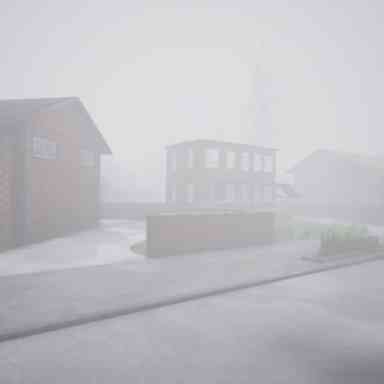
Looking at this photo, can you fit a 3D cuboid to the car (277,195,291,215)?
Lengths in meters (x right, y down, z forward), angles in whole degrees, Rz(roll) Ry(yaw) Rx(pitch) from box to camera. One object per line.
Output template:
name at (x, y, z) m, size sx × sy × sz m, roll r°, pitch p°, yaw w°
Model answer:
car at (6.678, 1.210, 28.332) m, size 3.866 × 1.878 × 1.905 m, roll 1°, pitch 0°, yaw -35°
